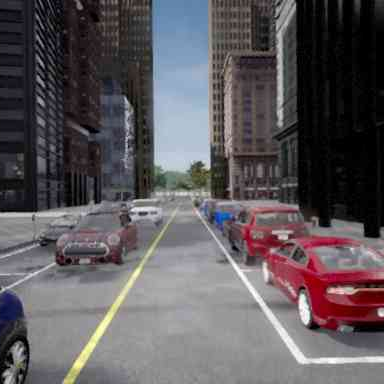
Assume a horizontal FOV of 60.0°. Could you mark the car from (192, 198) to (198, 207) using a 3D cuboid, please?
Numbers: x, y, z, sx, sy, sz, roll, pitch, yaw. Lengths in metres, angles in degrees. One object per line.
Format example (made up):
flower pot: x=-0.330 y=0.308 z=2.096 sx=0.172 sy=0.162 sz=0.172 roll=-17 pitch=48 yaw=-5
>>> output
car: x=1.599 y=2.214 z=62.696 sx=1.947 sy=1.339 sz=4.313 roll=-1 pitch=-1 yaw=-1

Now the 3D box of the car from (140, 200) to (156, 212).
car: x=-6.701 y=2.070 z=50.902 sx=1.967 sy=1.590 sz=4.097 roll=-1 pitch=-1 yaw=-1

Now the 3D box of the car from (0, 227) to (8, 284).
car: x=-5.836 y=1.667 z=6.588 sx=1.752 sy=1.417 sz=4.829 roll=-1 pitch=-1 yaw=-1

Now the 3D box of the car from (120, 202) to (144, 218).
car: x=-6.412 y=1.909 z=36.068 sx=1.967 sy=1.590 sz=4.097 roll=-1 pitch=-1 yaw=-1

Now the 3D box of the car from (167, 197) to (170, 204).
car: x=-7.326 y=2.507 z=83.161 sx=2.008 sy=1.369 sz=4.403 roll=-1 pitch=-1 yaw=-1

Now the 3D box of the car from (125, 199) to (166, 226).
car: x=-3.538 y=1.553 z=26.567 sx=2.150 sy=2.045 sz=5.566 roll=-1 pitch=-1 yaw=-1

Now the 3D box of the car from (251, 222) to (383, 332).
car: x=2.687 y=1.582 z=6.913 sx=1.887 sy=1.381 sz=4.507 roll=-2 pitch=-1 yaw=-1

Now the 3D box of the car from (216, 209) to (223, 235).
car: x=2.501 y=1.733 z=17.086 sx=1.802 sy=1.307 sz=4.206 roll=-2 pitch=-1 yaw=-1

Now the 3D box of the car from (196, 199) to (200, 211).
car: x=1.903 y=2.063 z=47.092 sx=1.802 sy=1.307 sz=4.206 roll=-1 pitch=-1 yaw=-1

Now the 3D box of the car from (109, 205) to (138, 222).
car: x=-6.314 y=1.960 z=31.183 sx=1.887 sy=1.381 sz=4.507 roll=-1 pitch=-1 yaw=-1

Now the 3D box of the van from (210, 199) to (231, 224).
van: x=2.402 y=1.549 z=22.175 sx=1.690 sy=1.788 sz=3.998 roll=-2 pitch=-1 yaw=-1

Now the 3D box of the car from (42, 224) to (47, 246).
car: x=-6.029 y=1.804 z=16.527 sx=2.008 sy=1.369 sz=4.403 roll=-1 pitch=-1 yaw=-1

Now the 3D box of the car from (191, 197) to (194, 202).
car: x=1.396 y=2.304 z=73.099 sx=2.008 sy=1.369 sz=4.403 roll=-1 pitch=-1 yaw=-1

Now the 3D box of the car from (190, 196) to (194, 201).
car: x=1.190 y=2.379 z=83.673 sx=1.752 sy=1.417 sz=4.829 roll=-1 pitch=0 yaw=-1

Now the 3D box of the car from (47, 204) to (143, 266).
car: x=-3.275 y=1.524 z=12.293 sx=2.097 sy=1.767 sz=4.553 roll=-1 pitch=-1 yaw=-1

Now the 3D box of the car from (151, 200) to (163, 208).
car: x=-7.013 y=2.344 z=67.032 sx=1.887 sy=1.381 sz=4.507 roll=-1 pitch=-1 yaw=-1

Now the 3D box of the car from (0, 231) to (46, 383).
car: x=-2.948 y=1.408 z=2.041 sx=2.097 sy=1.767 sz=4.553 roll=-1 pitch=-1 yaw=-1

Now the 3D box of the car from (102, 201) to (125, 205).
car: x=-6.225 y=1.677 z=26.300 sx=2.192 sy=1.841 sz=5.009 roll=-1 pitch=-1 yaw=-1

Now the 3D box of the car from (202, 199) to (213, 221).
car: x=2.308 y=1.579 z=27.261 sx=2.192 sy=1.841 sz=5.009 roll=-1 pitch=-1 yaw=-1

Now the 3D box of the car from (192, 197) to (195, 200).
car: x=1.497 y=2.266 z=67.898 sx=1.947 sy=1.339 sz=4.313 roll=-1 pitch=-1 yaw=-1

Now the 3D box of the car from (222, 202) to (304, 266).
car: x=2.587 y=1.410 z=12.002 sx=2.192 sy=1.841 sz=5.009 roll=-2 pitch=-1 yaw=-1

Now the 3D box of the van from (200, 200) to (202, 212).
van: x=2.122 y=1.717 z=37.434 sx=1.690 sy=1.788 sz=3.998 roll=-1 pitch=-1 yaw=-1

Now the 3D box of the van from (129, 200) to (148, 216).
van: x=-6.510 y=1.864 z=40.955 sx=1.690 sy=1.788 sz=3.998 roll=-1 pitch=-1 yaw=-1
